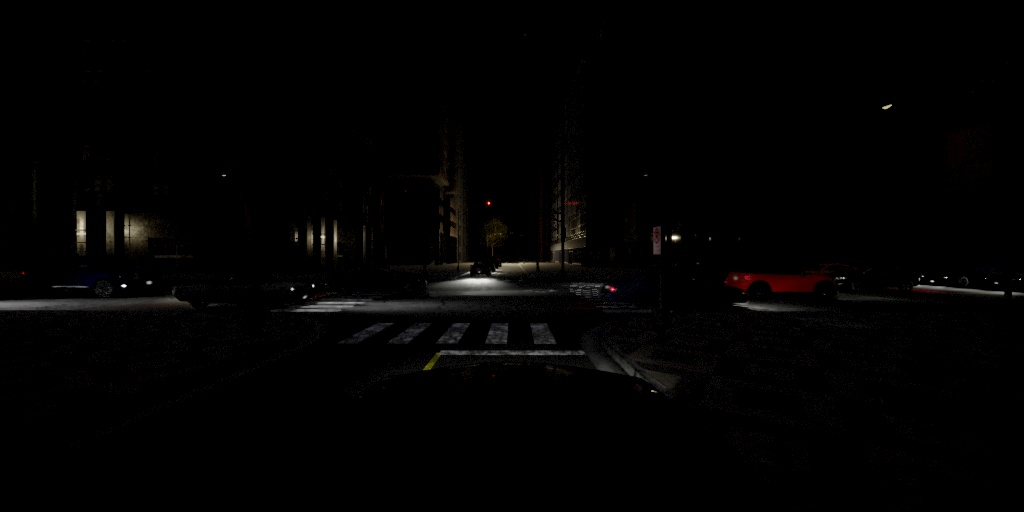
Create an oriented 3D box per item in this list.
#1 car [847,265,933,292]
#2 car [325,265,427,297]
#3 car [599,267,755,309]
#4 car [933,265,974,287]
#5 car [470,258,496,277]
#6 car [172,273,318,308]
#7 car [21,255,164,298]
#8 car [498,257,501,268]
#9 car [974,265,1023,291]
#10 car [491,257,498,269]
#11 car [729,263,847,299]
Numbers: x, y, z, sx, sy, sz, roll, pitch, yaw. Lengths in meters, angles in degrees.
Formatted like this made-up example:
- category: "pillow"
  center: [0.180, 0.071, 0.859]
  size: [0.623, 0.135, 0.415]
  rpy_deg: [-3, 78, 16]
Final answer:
- category: "car"
  center: [20.880, 1.262, 21.087]
  size: [4.902, 1.511, 2.128]
  rpy_deg: [0, 0, 0]
- category: "car"
  center: [-6.972, 1.236, 18.668]
  size: [4.902, 1.511, 2.128]
  rpy_deg: [0, 0, -12]
- category: "car"
  center: [6.324, 1.311, 14.451]
  size: [5.357, 1.411, 2.033]
  rpy_deg: [0, 0, 0]
- category: "car"
  center: [31.161, 1.327, 24.287]
  size: [5.357, 1.411, 2.033]
  rpy_deg: [0, 0, 1]
- category: "car"
  center: [-3.085, 1.241, 36.106]
  size: [2.128, 1.511, 4.902]
  rpy_deg: [0, 0, 0]
- category: "car"
  center: [-10.592, 1.350, 14.521]
  size: [4.718, 1.301, 1.895]
  rpy_deg: [0, 0, 0]
- category: "car"
  center: [-20.713, 0.958, 17.825]
  size: [5.566, 2.045, 2.150]
  rpy_deg: [0, 0, 2]
- category: "car"
  center: [-3.115, 1.313, 56.046]
  size: [1.994, 1.385, 4.181]
  rpy_deg: [0, 0, 0]
- category: "car"
  center: [30.762, 1.310, 21.040]
  size: [4.674, 1.442, 1.812]
  rpy_deg: [0, 0, 0]
- category: "car"
  center: [-3.103, 1.254, 46.061]
  size: [1.837, 1.490, 4.892]
  rpy_deg: [0, 0, 0]
- category: "car"
  center: [13.143, 1.119, 17.670]
  size: [4.553, 1.767, 2.097]
  rpy_deg: [0, 0, 0]
